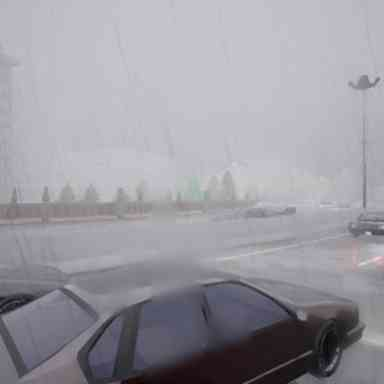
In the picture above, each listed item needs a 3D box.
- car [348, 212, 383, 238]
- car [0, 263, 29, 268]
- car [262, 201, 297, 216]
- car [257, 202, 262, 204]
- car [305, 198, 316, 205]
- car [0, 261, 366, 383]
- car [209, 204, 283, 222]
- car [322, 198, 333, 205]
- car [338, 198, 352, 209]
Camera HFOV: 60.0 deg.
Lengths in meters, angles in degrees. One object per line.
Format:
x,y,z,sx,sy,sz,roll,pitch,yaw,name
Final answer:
10.011,1.711,17.612,1.895,1.301,4.718,0,-1,43,car
-4.555,1.573,4.876,5.357,1.411,2.033,0,0,-36,car
8.966,1.759,33.005,1.812,1.442,4.674,0,-1,36,car
8.322,1.807,38.159,1.812,1.442,4.674,0,-1,34,car
26.557,2.097,74.085,1.812,1.442,4.674,0,-1,25,car
-0.162,1.569,3.786,5.357,1.411,2.033,0,0,-37,car
3.326,1.683,21.014,2.033,1.411,5.357,0,-1,45,car
28.599,2.009,70.199,1.882,1.535,5.008,0,-1,25,car
24.607,1.917,53.584,1.812,1.442,4.674,0,-1,26,car
